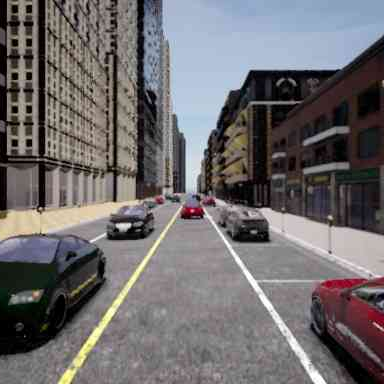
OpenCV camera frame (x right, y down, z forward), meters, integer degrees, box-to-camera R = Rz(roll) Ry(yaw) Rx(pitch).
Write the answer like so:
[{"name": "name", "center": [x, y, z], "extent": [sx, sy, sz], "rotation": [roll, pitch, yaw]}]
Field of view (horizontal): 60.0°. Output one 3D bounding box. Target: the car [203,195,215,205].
[{"name": "car", "center": [2.695, 1.439, 50.549], "extent": [1.802, 1.307, 4.206], "rotation": [0, 0, 0]}]

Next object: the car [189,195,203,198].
[{"name": "car", "center": [0.083, 1.432, 46.256], "extent": [1.994, 1.385, 4.181], "rotation": [0, 0, 0]}]

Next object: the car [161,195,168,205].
[{"name": "car", "center": [-5.685, 1.389, 56.198], "extent": [1.887, 1.381, 4.507], "rotation": [0, 0, 0]}]

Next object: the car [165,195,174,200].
[{"name": "car", "center": [-5.682, 1.346, 84.440], "extent": [1.947, 1.339, 4.313], "rotation": [0, 0, 0]}]

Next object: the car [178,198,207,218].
[{"name": "car", "center": [0.033, 1.479, 29.012], "extent": [1.994, 1.385, 4.181], "rotation": [0, 0, 0]}]

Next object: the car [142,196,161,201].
[{"name": "car", "center": [-5.685, 1.423, 44.900], "extent": [2.008, 1.369, 4.403], "rotation": [0, 0, 0]}]

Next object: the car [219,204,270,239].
[{"name": "car", "center": [2.692, 1.501, 16.657], "extent": [2.008, 1.369, 4.403], "rotation": [0, 0, 0]}]

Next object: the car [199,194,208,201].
[{"name": "car", "center": [2.698, 1.316, 78.961], "extent": [1.752, 1.417, 4.829], "rotation": [0, 0, 0]}]

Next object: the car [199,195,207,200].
[{"name": "car", "center": [2.699, 1.345, 84.440], "extent": [1.947, 1.339, 4.313], "rotation": [0, 0, 0]}]

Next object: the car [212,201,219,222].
[{"name": "car", "center": [2.693, 1.484, 22.305], "extent": [2.008, 1.369, 4.403], "rotation": [0, 0, 0]}]

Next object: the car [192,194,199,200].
[{"name": "car", "center": [0.818, 1.287, 83.854], "extent": [1.837, 1.490, 4.892], "rotation": [0, 0, 0]}]

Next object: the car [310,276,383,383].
[{"name": "car", "center": [2.741, 1.570, 3.740], "extent": [1.802, 1.307, 4.206], "rotation": [0, 0, 0]}]

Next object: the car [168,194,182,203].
[{"name": "car", "center": [-3.015, 1.327, 63.933], "extent": [1.837, 1.490, 4.892], "rotation": [0, 0, 1]}]

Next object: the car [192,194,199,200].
[{"name": "car", "center": [0.907, 1.274, 89.854], "extent": [1.837, 1.490, 4.892], "rotation": [0, 0, 0]}]

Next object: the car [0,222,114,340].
[{"name": "car", "center": [-3.096, 1.544, 6.579], "extent": [1.994, 1.385, 4.181], "rotation": [0, 0, 0]}]

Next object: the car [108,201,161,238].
[{"name": "car", "center": [-3.085, 1.440, 17.428], "extent": [2.128, 1.511, 4.902], "rotation": [0, 0, 0]}]
